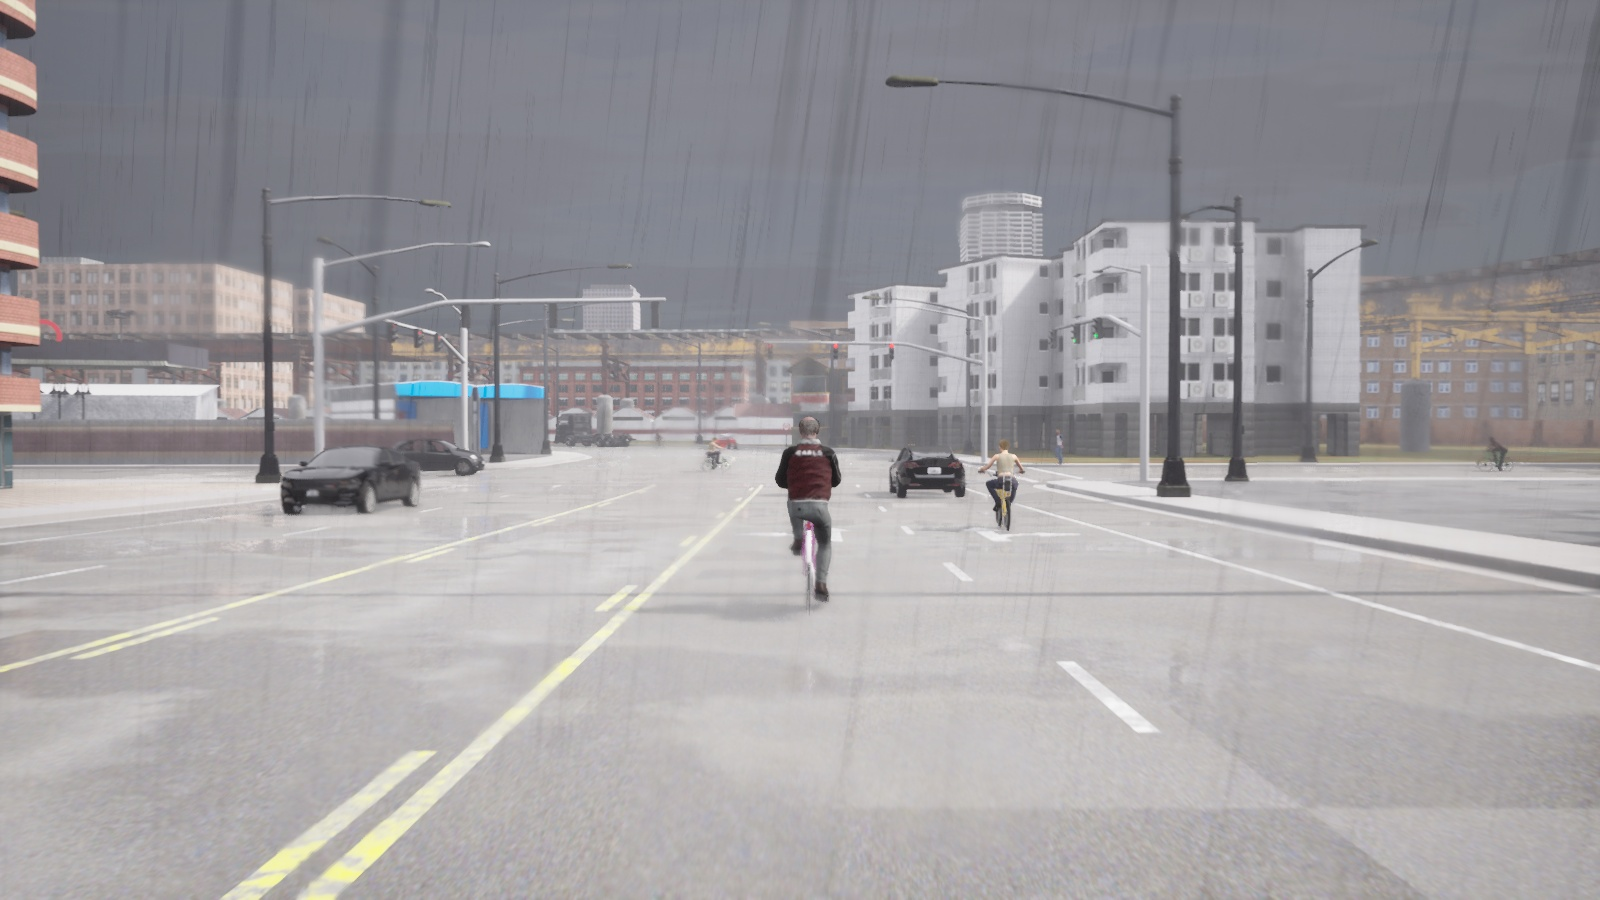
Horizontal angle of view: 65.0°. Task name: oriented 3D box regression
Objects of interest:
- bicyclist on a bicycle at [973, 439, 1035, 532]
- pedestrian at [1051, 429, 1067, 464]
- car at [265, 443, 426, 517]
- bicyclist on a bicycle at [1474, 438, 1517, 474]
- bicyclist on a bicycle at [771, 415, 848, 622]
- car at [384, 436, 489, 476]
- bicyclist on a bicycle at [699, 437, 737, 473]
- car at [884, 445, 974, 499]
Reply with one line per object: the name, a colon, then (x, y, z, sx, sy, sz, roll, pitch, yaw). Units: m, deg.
bicyclist on a bicycle: (3.641, 0.616, 22.508, 0.866, 1.612, 1.509, 0, 0, 0)
pedestrian: (13.403, -0.180, 65.000, 0.706, 1.836, 0.354, 0, 1, -2)
car: (-10.316, 0.622, 28.961, 1.882, 1.535, 5.008, 0, 0, 0)
bicyclist on a bicycle: (32.131, 0.271, 58.058, 1.656, 1.620, 0.582, 0, 1, 0)
bicyclist on a bicycle: (0.084, 0.580, 11.658, 0.659, 1.776, 1.843, 0, 0, 0)
car: (-15.595, 0.248, 54.046, 3.988, 1.617, 1.851, -1, 1, -4)
bicyclist on a bicycle: (-3.750, 0.213, 57.549, 1.509, 1.612, 0.866, -1, 0, -35)
car: (3.737, 0.603, 37.150, 2.163, 1.488, 4.792, 0, 0, 0)
